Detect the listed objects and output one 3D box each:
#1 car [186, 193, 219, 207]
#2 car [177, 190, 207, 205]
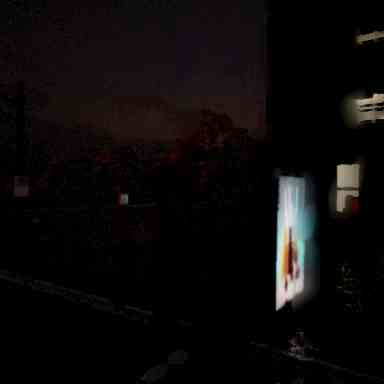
[{"bbox_3d":[1.680,1.163,42.470,1.812,1.442,4.674,1,1,36],"label":"car"},{"bbox_3d":[0.209,0.789,45.975,2.150,2.045,5.566,1,1,36],"label":"car"}]
